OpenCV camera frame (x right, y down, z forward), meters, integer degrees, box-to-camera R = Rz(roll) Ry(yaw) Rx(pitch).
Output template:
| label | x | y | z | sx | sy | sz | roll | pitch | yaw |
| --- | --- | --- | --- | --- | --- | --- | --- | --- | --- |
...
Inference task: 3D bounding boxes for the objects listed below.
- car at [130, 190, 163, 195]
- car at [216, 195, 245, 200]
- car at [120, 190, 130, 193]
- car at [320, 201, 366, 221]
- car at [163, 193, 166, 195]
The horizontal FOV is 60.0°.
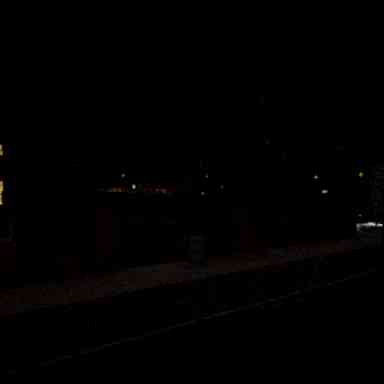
| label | x | y | z | sx | sy | sz | roll | pitch | yaw |
| --- | --- | --- | --- | --- | --- | --- | --- | --- | --- |
| car | -6.477 | 0.529 | 47.149 | 2.097 | 1.767 | 4.553 | -2 | 2 | -34 |
| car | 3.855 | 1.040 | 32.106 | 1.837 | 1.490 | 4.892 | -2 | 3 | -35 |
| car | -11.424 | 0.376 | 59.278 | 1.837 | 1.490 | 4.892 | -2 | 2 | -35 |
| car | 9.865 | 1.316 | 23.417 | 1.994 | 1.385 | 4.181 | -2 | 2 | -36 |
| car | -5.753 | 0.547 | 51.152 | 2.128 | 1.511 | 4.902 | -2 | 2 | -35 |
